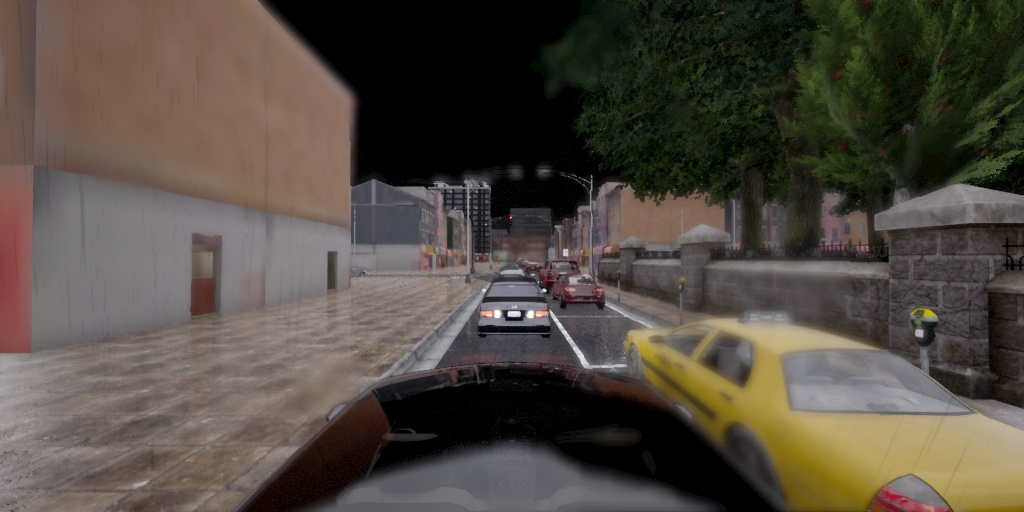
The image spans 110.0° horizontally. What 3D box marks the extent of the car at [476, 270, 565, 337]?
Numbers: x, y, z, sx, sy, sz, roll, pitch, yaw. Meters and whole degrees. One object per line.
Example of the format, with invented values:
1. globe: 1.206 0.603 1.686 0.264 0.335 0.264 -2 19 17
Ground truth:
1. car: 0.063 1.300 10.252 2.033 1.411 5.357 0 0 0

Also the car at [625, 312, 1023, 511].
1. car: 2.639 1.276 4.005 1.751 1.417 4.829 0 0 0

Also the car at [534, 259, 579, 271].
1. car: 2.630 1.076 20.183 2.192 1.841 5.009 0 0 0

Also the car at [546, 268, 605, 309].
1. car: 2.633 1.338 14.734 1.802 1.307 4.207 0 0 0

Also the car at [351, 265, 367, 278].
1. car: -15.381 1.230 31.732 4.902 1.511 2.128 0 -1 0

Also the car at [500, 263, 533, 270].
1. car: 0.015 1.287 19.963 1.812 1.442 4.674 0 0 1

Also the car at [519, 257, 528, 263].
1. car: 2.604 1.403 62.923 1.888 1.381 4.507 0 0 0

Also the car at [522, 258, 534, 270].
1. car: 2.614 1.356 46.612 1.888 1.381 4.507 0 0 0
